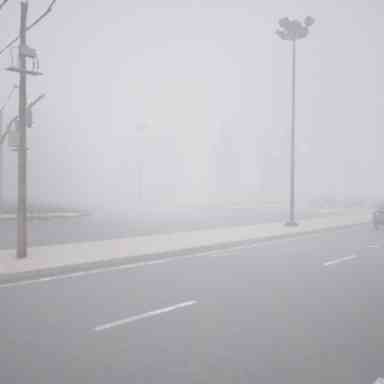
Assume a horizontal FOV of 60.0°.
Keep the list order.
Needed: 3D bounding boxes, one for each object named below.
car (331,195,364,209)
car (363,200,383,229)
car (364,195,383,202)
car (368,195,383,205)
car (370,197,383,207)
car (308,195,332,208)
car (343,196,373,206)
[{"bbox_3d":[20.081,1.306,41.852,4.902,1.511,2.128,0,1,-40],"label":"car"},{"bbox_3d":[12.367,1.429,19.703,4.902,1.511,2.128,0,1,-42],"label":"car"},{"bbox_3d":[22.783,1.365,39.544,4.892,1.490,1.837,0,1,-39],"label":"car"},{"bbox_3d":[31.586,1.277,55.847,5.008,1.535,1.882,0,1,-39],"label":"car"},{"bbox_3d":[27.798,1.395,48.223,4.181,1.385,1.994,0,1,-39],"label":"car"},{"bbox_3d":[17.318,1.120,44.096,4.553,1.767,2.097,0,1,-40],"label":"car"},{"bbox_3d":[25.398,1.333,50.757,5.357,1.411,2.033,0,1,-38],"label":"car"}]
